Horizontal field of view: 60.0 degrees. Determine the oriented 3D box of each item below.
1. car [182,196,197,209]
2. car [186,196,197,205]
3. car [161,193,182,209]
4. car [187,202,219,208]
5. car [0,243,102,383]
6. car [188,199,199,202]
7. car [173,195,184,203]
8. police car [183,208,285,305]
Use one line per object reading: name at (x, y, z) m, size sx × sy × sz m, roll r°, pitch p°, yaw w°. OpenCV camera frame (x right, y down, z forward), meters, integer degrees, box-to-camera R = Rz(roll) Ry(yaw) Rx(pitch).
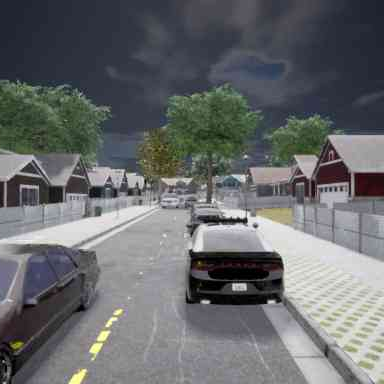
car at (-0.041, 1.481, 46.094) m, size 2.128 × 1.511 × 4.902 m, roll 0°, pitch 0°, yaw 0°
car at (-0.096, 1.515, 60.490) m, size 1.812 × 1.442 × 4.674 m, roll 0°, pitch 0°, yaw 0°
car at (-2.921, 1.211, 45.232) m, size 2.150 × 2.045 × 5.566 m, roll 0°, pitch 0°, yaw 0°
car at (0.795, 1.504, 18.188) m, size 1.837 × 1.490 × 4.892 m, roll 0°, pitch 0°, yaw 0°
car at (-2.860, 1.549, 4.995) m, size 2.033 × 1.411 × 5.357 m, roll 0°, pitch 0°, yaw 0°
car at (0.786, 1.502, 24.190) m, size 1.837 × 1.490 × 4.892 m, roll 0°, pitch 0°, yaw 0°
car at (-2.868, 1.487, 72.518) m, size 2.128 × 1.511 × 4.902 m, roll 0°, pitch 0°, yaw 0°
police car at (0.811, 1.427, 8.295) m, size 1.930 × 1.638 × 5.238 m, roll 0°, pitch 0°, yaw 0°
